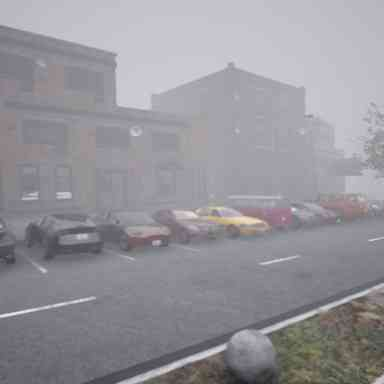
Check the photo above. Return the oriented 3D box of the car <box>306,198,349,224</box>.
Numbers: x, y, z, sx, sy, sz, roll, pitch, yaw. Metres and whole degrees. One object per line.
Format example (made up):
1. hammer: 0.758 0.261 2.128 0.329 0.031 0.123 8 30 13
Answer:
1. car: 7.748 1.424 22.887 2.163 1.488 4.792 -1 0 -40

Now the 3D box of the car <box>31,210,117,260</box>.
1. car: -4.978 1.519 12.785 2.163 1.488 4.792 0 0 -37

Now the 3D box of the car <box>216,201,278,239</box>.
1. car: 1.626 1.446 17.634 1.946 1.575 5.366 0 0 -38

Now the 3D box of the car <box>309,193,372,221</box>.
1. car: 9.773 1.121 24.710 2.435 2.045 5.566 -1 0 -41

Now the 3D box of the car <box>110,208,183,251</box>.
1. car: -2.770 1.508 14.388 2.163 1.488 4.792 0 0 -37

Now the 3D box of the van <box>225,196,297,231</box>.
1. van: 3.559 1.208 19.587 1.878 1.987 4.442 -1 0 -39

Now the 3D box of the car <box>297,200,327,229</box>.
1. car: 5.730 1.455 21.223 2.002 1.452 4.674 0 0 -39

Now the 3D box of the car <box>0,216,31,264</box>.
1. car: -7.150 1.500 11.126 2.231 1.521 4.892 0 0 -36

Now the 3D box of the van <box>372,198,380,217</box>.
1. van: 11.937 1.118 26.405 1.878 1.987 4.442 -1 0 -41

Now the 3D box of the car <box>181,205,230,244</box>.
1. car: -0.631 1.506 16.087 2.002 1.452 4.674 0 0 -38

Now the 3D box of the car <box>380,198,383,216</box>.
1. car: 13.922 1.191 28.326 2.185 1.767 4.553 -1 0 -41
